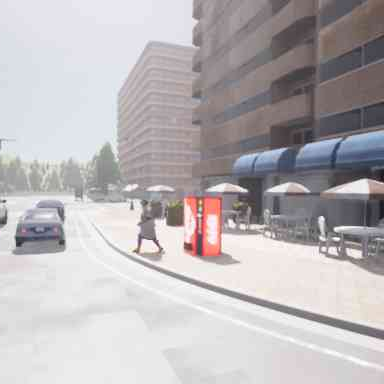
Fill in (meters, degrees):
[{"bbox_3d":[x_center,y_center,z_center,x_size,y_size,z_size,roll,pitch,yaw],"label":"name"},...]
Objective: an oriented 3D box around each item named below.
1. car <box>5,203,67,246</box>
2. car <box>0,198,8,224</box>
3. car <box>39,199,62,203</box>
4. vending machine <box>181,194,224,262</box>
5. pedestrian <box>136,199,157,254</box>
[{"bbox_3d":[-6.525,1.407,14.525,2.033,1.411,5.357,0,0,-22],"label":"car"},{"bbox_3d":[-11.969,1.007,18.868,2.150,2.045,5.566,0,0,-21],"label":"car"},{"bbox_3d":[-10.073,1.253,23.672,1.882,1.535,5.008,0,0,-21],"label":"car"},{"bbox_3d":[0.346,1.137,11.105,1.100,2.100,0.880,0,0,-34],"label":"vending machine"},{"bbox_3d":[-1.476,1.068,10.848,0.375,1.860,0.375,0,0,-32],"label":"pedestrian"}]
